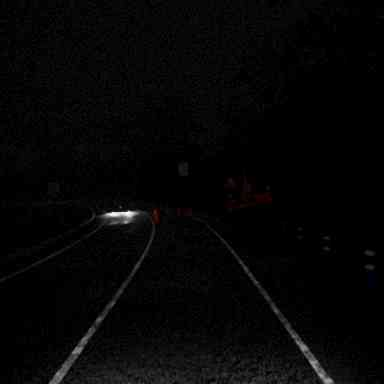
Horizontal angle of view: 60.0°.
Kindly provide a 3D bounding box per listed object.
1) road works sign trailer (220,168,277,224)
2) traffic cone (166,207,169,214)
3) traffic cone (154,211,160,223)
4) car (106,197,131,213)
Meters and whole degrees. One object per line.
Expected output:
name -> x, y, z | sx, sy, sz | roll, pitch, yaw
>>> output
road works sign trailer -> 2.614, 0.456, 15.577 | 2.380, 2.880, 3.560 | -13, 9, 15
traffic cone -> -2.096, 1.588, 28.407 | 0.340, 0.580, 0.340 | -1, 2, -6
traffic cone -> -2.333, 1.753, 22.342 | 0.340, 0.580, 0.340 | -1, 1, -7
car -> -7.372, 1.209, 32.951 | 1.994, 1.385, 4.181 | -2, 2, -21
